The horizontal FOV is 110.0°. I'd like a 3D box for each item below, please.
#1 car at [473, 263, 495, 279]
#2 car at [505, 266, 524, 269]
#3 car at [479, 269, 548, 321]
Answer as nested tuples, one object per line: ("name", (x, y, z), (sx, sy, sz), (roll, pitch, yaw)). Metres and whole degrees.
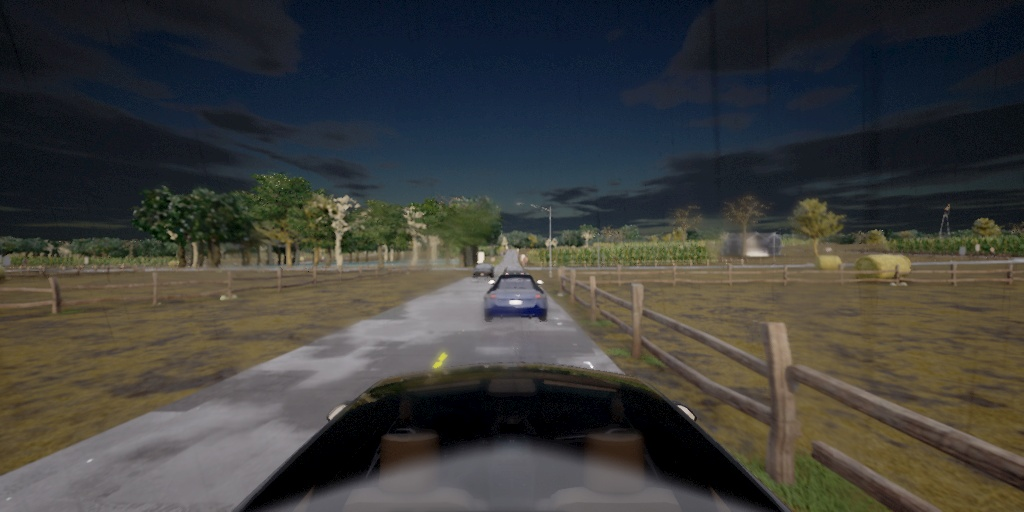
("car", (-2.701, 1.428, 35.150), (1.882, 1.535, 5.008), (0, -1, 0))
("car", (0.215, 1.496, 29.712), (1.895, 1.301, 4.718), (0, -1, 0))
("car", (0.131, 1.323, 12.427), (1.994, 1.385, 4.181), (0, 0, 0))
